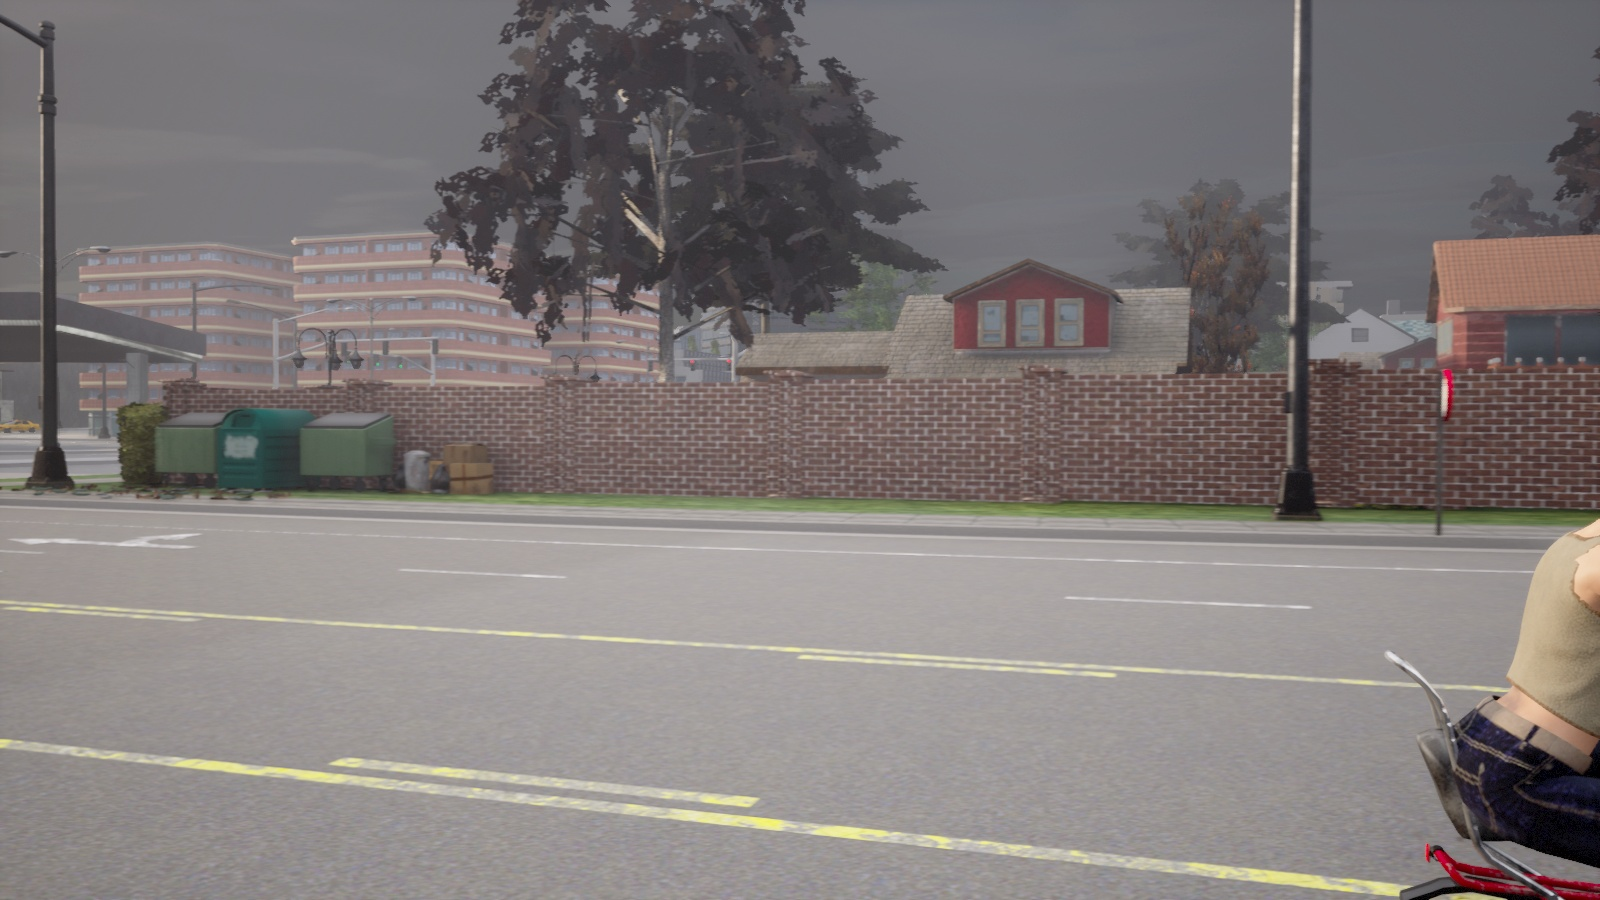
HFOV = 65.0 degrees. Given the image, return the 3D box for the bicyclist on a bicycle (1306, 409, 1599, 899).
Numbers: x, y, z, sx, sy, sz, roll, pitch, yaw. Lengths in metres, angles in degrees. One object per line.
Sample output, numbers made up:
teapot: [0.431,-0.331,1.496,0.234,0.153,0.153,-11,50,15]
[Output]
bicyclist on a bicycle: [1.875,0.730,2.557,1.509,1.612,0.866,0,1,18]
